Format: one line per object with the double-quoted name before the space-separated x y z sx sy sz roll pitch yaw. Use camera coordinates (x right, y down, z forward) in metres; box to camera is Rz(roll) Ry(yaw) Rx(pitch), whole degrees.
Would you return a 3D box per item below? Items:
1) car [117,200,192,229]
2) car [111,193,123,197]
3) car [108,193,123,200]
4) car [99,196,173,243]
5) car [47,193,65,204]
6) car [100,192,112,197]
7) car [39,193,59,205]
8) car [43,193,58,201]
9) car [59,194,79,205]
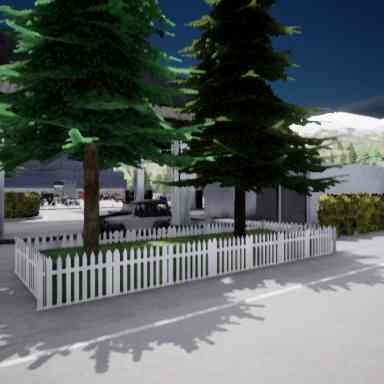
"car" -2.507 1.458 22.637 4.611 1.667 2.242 0 0 -36
"car" -13.595 1.275 65.490 2.007 1.523 4.514 0 0 -36
"car" -19.343 1.073 84.204 1.932 1.855 4.605 0 0 -36
"car" -2.676 1.291 15.507 3.866 1.878 1.905 0 0 -36
"car" -24.079 1.073 58.725 1.932 1.855 4.605 0 0 -36
"car" -21.448 1.053 82.159 1.905 1.878 3.866 0 0 -36
"car" -22.099 1.053 50.431 1.905 1.878 3.866 0 0 -36
"car" -31.786 1.128 74.620 2.152 1.636 5.027 0 0 -36
"car" -19.052 1.337 51.896 1.970 1.475 3.806 0 0 -36
